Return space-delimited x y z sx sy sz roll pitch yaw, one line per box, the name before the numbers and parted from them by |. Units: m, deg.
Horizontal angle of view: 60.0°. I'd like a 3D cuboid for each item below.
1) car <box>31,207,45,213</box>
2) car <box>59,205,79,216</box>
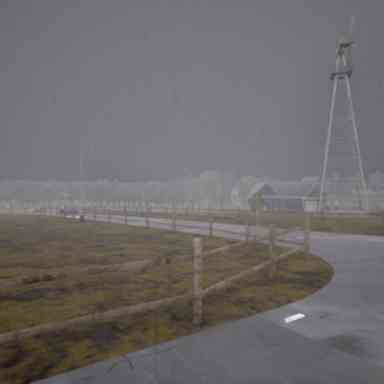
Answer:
car | -36.529 4.303 79.913 1.812 1.442 4.674 0 -3 -35
car | -18.572 2.791 50.006 1.837 1.490 4.892 0 -2 -35
